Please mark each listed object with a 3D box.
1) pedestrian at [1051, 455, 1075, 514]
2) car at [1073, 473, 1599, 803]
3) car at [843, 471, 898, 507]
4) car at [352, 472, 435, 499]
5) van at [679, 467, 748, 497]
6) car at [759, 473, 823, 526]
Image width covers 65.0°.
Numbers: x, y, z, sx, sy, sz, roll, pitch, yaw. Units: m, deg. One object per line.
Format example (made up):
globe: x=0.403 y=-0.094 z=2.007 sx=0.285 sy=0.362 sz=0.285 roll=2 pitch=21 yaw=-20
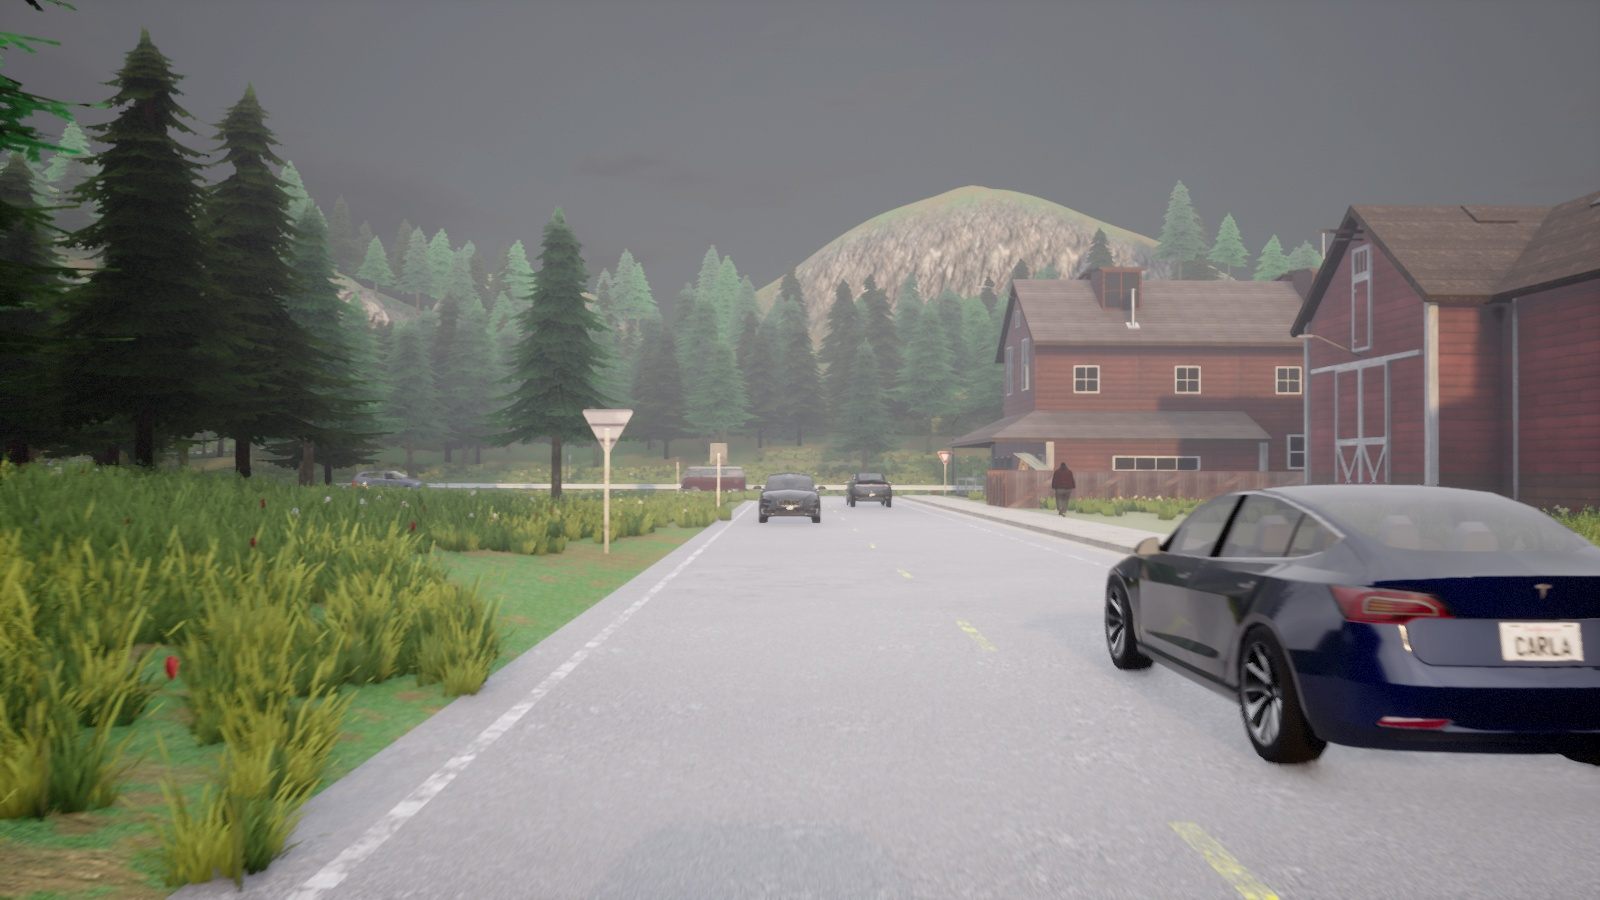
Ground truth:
pedestrian: x=8.329 y=1.102 z=39.742 sx=0.634 sy=1.844 sz=0.899 roll=0 pitch=-1 yaw=6
car: x=3.434 y=0.928 z=8.302 sx=2.163 sy=1.488 sz=4.792 roll=0 pitch=-1 yaw=0
car: x=3.087 y=1.699 z=56.158 sx=2.128 sy=1.511 sz=4.902 roll=0 pitch=-1 yaw=0
car: x=-25.922 y=2.244 z=80.192 sx=4.611 sy=1.667 sz=2.242 roll=0 pitch=-1 yaw=0
van: x=-5.753 y=2.131 z=83.870 sx=4.442 sy=1.987 sz=1.775 roll=0 pitch=-1 yaw=-1
car: x=-0.286 y=1.468 z=38.641 sx=1.837 sy=1.490 sz=4.892 roll=0 pitch=-1 yaw=0
